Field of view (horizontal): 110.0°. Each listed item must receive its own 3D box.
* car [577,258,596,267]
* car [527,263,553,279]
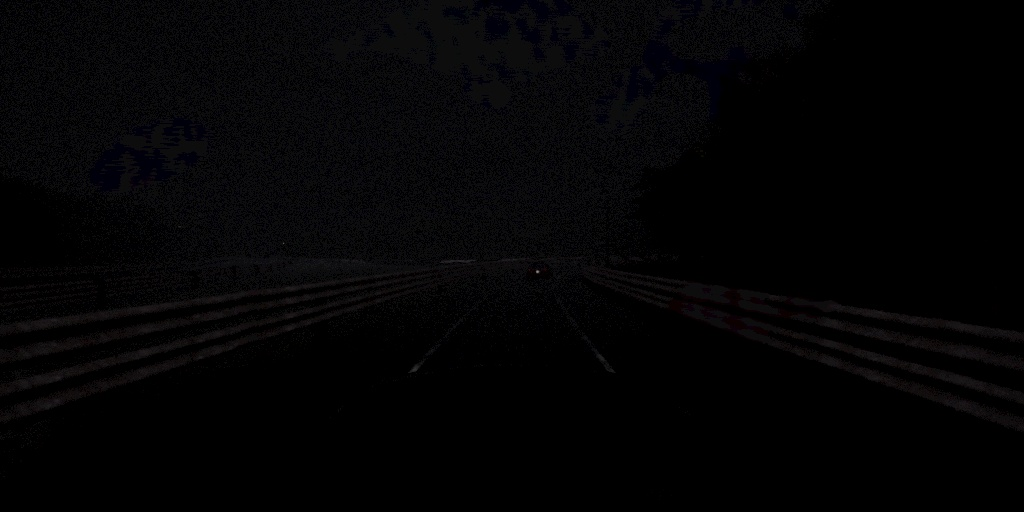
[{"bbox_3d":[12.451,1.041,59.753,2.033,1.411,5.357,1,1,29],"label":"car"},{"bbox_3d":[2.535,1.270,32.008,1.994,1.385,4.181,0,1,11],"label":"car"}]
